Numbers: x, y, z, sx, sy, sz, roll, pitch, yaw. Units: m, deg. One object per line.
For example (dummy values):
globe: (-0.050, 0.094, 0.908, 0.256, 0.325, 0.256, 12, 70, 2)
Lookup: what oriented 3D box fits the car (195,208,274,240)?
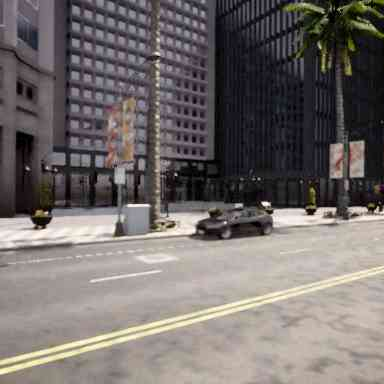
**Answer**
car: (2.401, 1.645, 18.099, 4.786, 1.482, 2.161, 1, 0, -36)
